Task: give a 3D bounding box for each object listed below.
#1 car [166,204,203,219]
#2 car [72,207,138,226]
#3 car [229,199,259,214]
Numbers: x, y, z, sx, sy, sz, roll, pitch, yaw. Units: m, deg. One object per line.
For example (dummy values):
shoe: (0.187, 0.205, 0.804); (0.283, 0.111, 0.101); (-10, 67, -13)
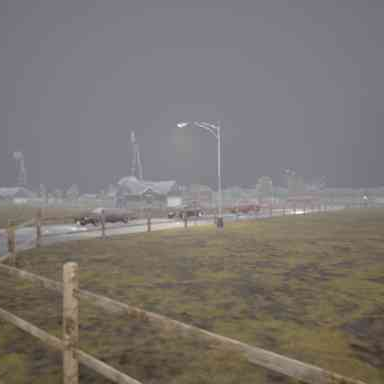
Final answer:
car: (-0.701, 2.005, 34.765); (1.837, 1.490, 4.892); (-2, -2, 36)
car: (-6.719, 1.876, 26.349); (2.033, 1.411, 5.357); (-2, -2, 36)
car: (7.279, 1.958, 45.910); (2.150, 2.045, 5.566); (-2, -2, 36)
